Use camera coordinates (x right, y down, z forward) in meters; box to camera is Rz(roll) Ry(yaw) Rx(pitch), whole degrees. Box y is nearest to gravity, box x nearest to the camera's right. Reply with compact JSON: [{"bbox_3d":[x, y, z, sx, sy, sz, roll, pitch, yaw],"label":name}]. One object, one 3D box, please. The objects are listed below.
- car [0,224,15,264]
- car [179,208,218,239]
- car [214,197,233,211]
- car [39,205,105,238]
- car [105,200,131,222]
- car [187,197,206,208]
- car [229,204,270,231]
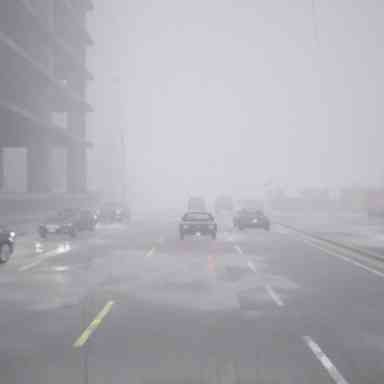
[{"bbox_3d":[-6.977,1.574,9.428,1.837,1.490,4.892,0,-1,1],"label":"car"},{"bbox_3d":[0.335,1.757,18.440,1.895,1.301,4.718,0,-1,1],"label":"car"},{"bbox_3d":[4.138,1.611,43.825,2.150,2.045,5.566,0,0,1],"label":"car"},{"bbox_3d":[-6.844,1.645,18.781,2.128,1.511,4.902,0,0,1],"label":"car"},{"bbox_3d":[-6.648,1.594,28.543,2.097,1.767,4.553,0,-1,1],"label":"car"},{"bbox_3d":[0.568,1.582,40.834,2.150,2.045,5.566,0,0,1],"label":"car"},{"bbox_3d":[3.888,1.758,22.309,1.994,1.385,4.181,0,-1,1],"label":"car"}]
